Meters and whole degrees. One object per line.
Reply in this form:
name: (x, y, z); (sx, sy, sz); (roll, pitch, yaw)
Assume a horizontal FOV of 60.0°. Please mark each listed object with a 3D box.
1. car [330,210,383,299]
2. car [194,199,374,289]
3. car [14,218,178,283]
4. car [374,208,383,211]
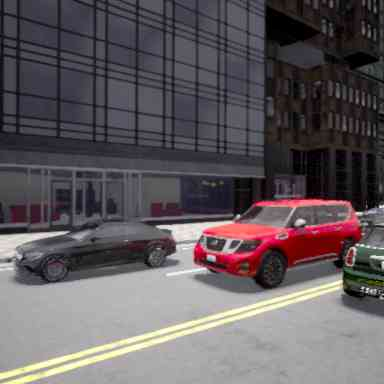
car: (5.369, 1.383, 7.282); (4.553, 1.767, 2.097); (0, 0, -35)
car: (2.713, 1.249, 9.623); (5.566, 2.045, 2.150); (0, 0, -36)
car: (-2.613, 1.538, 9.810); (4.674, 1.442, 1.812); (0, 0, -36)
car: (11.290, 1.632, 19.744); (4.181, 1.385, 1.994); (0, 0, -36)
